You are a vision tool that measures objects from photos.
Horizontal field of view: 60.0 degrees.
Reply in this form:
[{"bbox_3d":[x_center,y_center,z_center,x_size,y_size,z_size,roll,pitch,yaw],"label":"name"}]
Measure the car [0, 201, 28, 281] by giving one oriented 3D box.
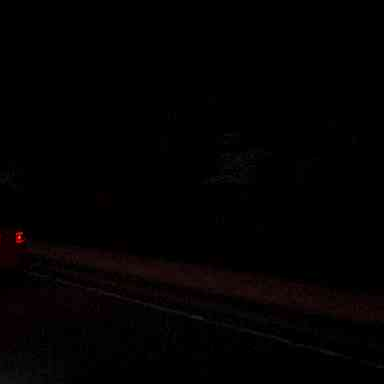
[{"bbox_3d":[-6.509,1.221,8.637,5.566,2.045,2.150,0,0,36],"label":"car"}]
